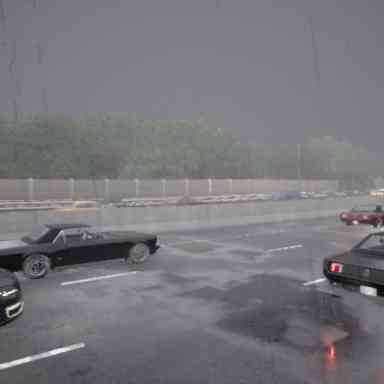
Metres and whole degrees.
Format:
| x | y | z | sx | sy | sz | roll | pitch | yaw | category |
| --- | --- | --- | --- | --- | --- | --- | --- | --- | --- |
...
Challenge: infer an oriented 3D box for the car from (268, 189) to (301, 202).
| x | y | z | sx | sy | sz | roll | pitch | yaw | category |
| --- | --- | --- | --- | --- | --- | --- | --- | --- | --- |
| 13.345 | 0.629 | 47.630 | 5.566 | 2.045 | 2.150 | -4 | 2 | -35 | car |

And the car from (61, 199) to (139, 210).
| x | y | z | sx | sy | sz | roll | pitch | yaw | category |
| --- | --- | --- | --- | --- | --- | --- | --- | --- | --- |
| -5.513 | 1.439 | 21.540 | 4.902 | 1.511 | 2.128 | -1 | 0 | -35 | car |

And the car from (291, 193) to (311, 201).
| x | y | z | sx | sy | sz | roll | pitch | yaw | category |
| --- | --- | --- | --- | --- | --- | --- | --- | --- | --- |
| 14.475 | 1.114 | 39.889 | 4.718 | 1.301 | 1.895 | -2 | 1 | -35 | car |

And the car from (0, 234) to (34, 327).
| x | y | z | sx | sy | sz | roll | pitch | yaw | category |
| --- | --- | --- | --- | --- | --- | --- | --- | --- | --- |
| -5.010 | 1.516 | 4.469 | 4.892 | 1.490 | 1.837 | -1 | 0 | -36 | car |

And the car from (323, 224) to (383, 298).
| x | y | z | sx | sy | sz | roll | pitch | yaw | category |
| --- | --- | --- | --- | --- | --- | --- | --- | --- | --- |
| 5.114 | 1.546 | 7.505 | 4.718 | 1.301 | 1.895 | -1 | 0 | -35 | car |

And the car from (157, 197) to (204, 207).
| x | y | z | sx | sy | sz | roll | pitch | yaw | category |
| --- | --- | --- | --- | --- | --- | --- | --- | --- | --- |
| -1.126 | 1.315 | 33.228 | 5.008 | 1.535 | 1.882 | -1 | 1 | -35 | car |

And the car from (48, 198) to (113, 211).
| x | y | z | sx | sy | sz | roll | pitch | yaw | category |
| --- | --- | --- | --- | --- | --- | --- | --- | --- | --- |
| -8.032 | 1.429 | 24.044 | 5.008 | 1.535 | 1.882 | 0 | 0 | -35 | car |

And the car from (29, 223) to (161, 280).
| x | y | z | sx | sy | sz | roll | pitch | yaw | category |
| --- | --- | --- | --- | --- | --- | --- | --- | --- | --- |
| -3.341 | 1.581 | 9.958 | 4.718 | 1.301 | 1.895 | 0 | 0 | -35 | car |

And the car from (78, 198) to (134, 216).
| x | y | z | sx | sy | sz | roll | pitch | yaw | category |
| --- | --- | --- | --- | --- | --- | --- | --- | --- | --- |
| -8.349 | 1.418 | 32.401 | 4.892 | 1.490 | 1.837 | -1 | 0 | -35 | car |

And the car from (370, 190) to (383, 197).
| x | y | z | sx | sy | sz | roll | pitch | yaw | category |
| --- | --- | --- | --- | --- | --- | --- | --- | --- | --- |
| 32.329 | 0.371 | 56.590 | 5.008 | 1.535 | 1.882 | -2 | 1 | -34 | car |

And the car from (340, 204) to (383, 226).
| x | y | z | sx | sy | sz | roll | pitch | yaw | category |
| --- | --- | --- | --- | --- | --- | --- | --- | --- | --- |
| 11.129 | 1.403 | 20.220 | 4.718 | 1.301 | 1.895 | -1 | 1 | -35 | car |

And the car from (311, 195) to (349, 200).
| x | y | z | sx | sy | sz | roll | pitch | yaw | category |
| --- | --- | --- | --- | --- | --- | --- | --- | --- | --- |
| 15.889 | 1.078 | 36.604 | 5.357 | 1.411 | 2.033 | -2 | 1 | -35 | car |
